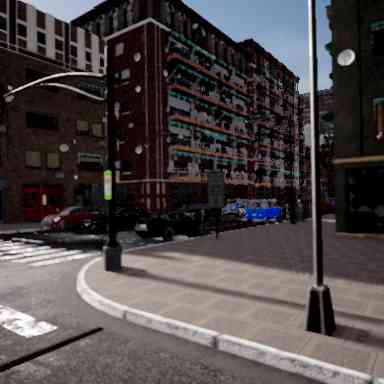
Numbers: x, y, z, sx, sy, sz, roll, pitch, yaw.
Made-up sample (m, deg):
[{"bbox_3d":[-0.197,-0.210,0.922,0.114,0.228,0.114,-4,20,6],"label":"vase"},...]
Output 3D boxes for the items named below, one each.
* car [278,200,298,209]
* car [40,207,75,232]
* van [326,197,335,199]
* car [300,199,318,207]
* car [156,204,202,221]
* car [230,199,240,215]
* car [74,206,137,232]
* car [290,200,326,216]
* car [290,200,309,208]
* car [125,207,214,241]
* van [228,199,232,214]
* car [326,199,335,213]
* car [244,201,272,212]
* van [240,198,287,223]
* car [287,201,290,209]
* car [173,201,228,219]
[{"bbox_3d":[15.528,2.051,53.720,1.802,1.307,4.206,-2,-1,36],"label":"car"},{"bbox_3d":[-7.769,1.686,21.866,1.967,1.590,4.097,-2,-1,36],"label":"car"},{"bbox_3d":[18.956,1.592,44.226,1.690,1.788,3.998,-2,-2,36],"label":"van"},{"bbox_3d":[22.183,2.099,62.823,1.947,1.339,4.313,-2,-1,36],"label":"car"},{"bbox_3d":[-1.112,1.875,30.966,1.947,1.339,4.313,-2,-1,36],"label":"car"},{"bbox_3d":[6.664,1.798,37.193,2.128,1.511,4.902,-2,-1,36],"label":"car"},{"bbox_3d":[-4.792,1.702,21.545,1.837,1.490,4.892,-2,-1,36],"label":"car"},{"bbox_3d":[12.302,1.627,35.123,1.967,1.590,4.097,-2,-2,36],"label":"car"},{"bbox_3d":[18.855,2.067,58.272,1.947,1.339,4.313,-2,-1,36],"label":"car"},{"bbox_3d":[-1.006,1.625,16.916,1.947,1.339,4.313,-2,-2,36],"label":"car"},{"bbox_3d":[5.540,1.714,40.073,1.690,1.788,3.998,-2,-1,36],"label":"van"},{"bbox_3d":[15.633,1.801,39.670,1.802,1.307,4.206,-2,-2,36],"label":"car"},{"bbox_3d":[8.871,1.956,44.619,2.008,1.369,4.403,-2,-1,36],"label":"car"},{"bbox_3d":[5.645,1.464,26.022,1.690,1.788,3.998,-2,-2,36],"label":"van"},{"bbox_3d":[12.195,1.752,49.175,2.192,1.841,5.009,-2,-1,36],"label":"car"},{"bbox_3d":[0.765,1.741,29.137,2.128,1.511,4.902,-2,-1,36],"label":"car"}]
